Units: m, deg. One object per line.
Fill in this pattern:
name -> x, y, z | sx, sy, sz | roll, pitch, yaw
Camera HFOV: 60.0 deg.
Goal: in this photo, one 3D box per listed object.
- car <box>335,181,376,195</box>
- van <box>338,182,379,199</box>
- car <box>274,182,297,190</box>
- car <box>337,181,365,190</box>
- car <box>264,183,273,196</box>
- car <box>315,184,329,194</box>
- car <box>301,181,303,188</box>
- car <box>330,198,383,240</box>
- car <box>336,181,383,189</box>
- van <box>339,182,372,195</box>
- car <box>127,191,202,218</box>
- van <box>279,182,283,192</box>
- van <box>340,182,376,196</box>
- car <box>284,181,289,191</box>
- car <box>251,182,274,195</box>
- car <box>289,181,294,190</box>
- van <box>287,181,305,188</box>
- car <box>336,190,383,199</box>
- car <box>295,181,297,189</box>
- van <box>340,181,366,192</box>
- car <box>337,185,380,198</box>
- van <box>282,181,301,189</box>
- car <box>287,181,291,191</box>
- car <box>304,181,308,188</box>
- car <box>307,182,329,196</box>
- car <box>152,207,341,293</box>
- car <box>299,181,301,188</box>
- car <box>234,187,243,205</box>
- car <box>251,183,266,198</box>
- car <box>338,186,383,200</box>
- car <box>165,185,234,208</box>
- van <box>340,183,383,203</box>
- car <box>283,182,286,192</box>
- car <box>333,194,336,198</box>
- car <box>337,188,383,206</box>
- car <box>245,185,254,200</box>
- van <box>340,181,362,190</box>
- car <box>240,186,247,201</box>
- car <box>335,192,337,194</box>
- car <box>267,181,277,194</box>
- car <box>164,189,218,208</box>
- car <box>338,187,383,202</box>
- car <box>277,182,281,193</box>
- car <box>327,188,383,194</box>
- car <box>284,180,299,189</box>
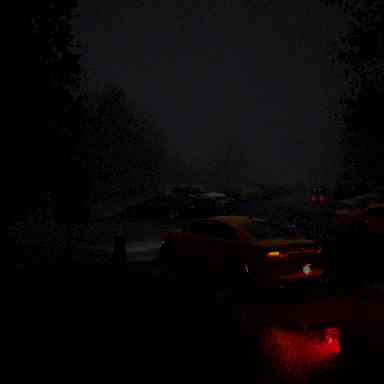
car -> 25.593, -0.682, 52.278 | 5.566, 2.045, 2.435 | 1, 2, 24
van -> 21.016, -0.262, 42.178 | 4.442, 1.987, 1.878 | 1, 3, 24
car -> 20.431, -1.363, 72.878 | 4.553, 1.767, 2.185 | 1, 2, 24
car -> 34.638, -1.472, 72.632 | 5.566, 2.045, 2.435 | 1, 2, 24
car -> 7.111, -0.036, 42.379 | 5.366, 1.575, 1.946 | 1, 3, 24
car -> 22.302, -0.618, 56.975 | 1.882, 1.535, 5.008 | 1, 2, 24
car -> 22.708, -1.434, 77.944 | 5.008, 1.535, 2.097 | 1, 2, 24
car -> 8.804, 1.265, 14.463 | 5.008, 1.535, 2.097 | 1, 3, 24
car -> 15.529, 0.287, 29.497 | 5.566, 2.045, 2.435 | 1, 3, 24
van -> 24.388, -0.560, 49.786 | 4.442, 1.987, 1.878 | 1, 2, 24
car -> -2.098, 0.965, 22.195 | 4.792, 1.488, 2.163 | 1, 3, 24
van -> 11.552, -0.674, 52.532 | 4.442, 1.987, 1.878 | 1, 2, 24
van -> 23.477, -0.458, 47.161 | 4.442, 1.987, 1.878 | 1, 2, 24
car -> 13.672, -0.618, 57.671 | 4.792, 1.488, 2.163 | 1, 2, 24
car -> 8.059, -0.145, 44.984 | 4.892, 1.521, 2.231 | 1, 3, 24
car -> 15.783, -0.850, 62.804 | 5.366, 1.575, 1.946 | 1, 2, 24
van -> 28.234, -2.079, 90.644 | 4.442, 1.987, 1.878 | 1, 2, 24
car -> 9.962, 1.019, 16.972 | 4.553, 1.767, 2.185 | 1, 3, 24
car -> 18.200, -1.039, 67.802 | 4.892, 1.521, 2.231 | 1, 2, 24
van -> 31.398, -1.150, 64.985 | 4.442, 1.987, 1.878 | 1, 2, 24
car -> 22.251, -0.136, 44.685 | 5.008, 1.535, 2.097 | 1, 2, 24
van -> 24.860, -1.858, 83.050 | 4.442, 1.987, 1.878 | 1, 2, 24
car -> 14.799, -0.716, 60.207 | 4.792, 1.488, 2.163 | 1, 2, 24
car -> 26.119, -1.980, 85.526 | 5.566, 2.045, 2.435 | 1, 2, 24
car -> 18.123, -0.239, 47.572 | 2.128, 1.511, 4.902 | 1, 2, 24
car -> 0.954, 1.351, 8.625 | 1.882, 1.535, 5.008 | 2, -1, -32
car -> 21.558, -1.461, 75.414 | 4.553, 1.767, 2.185 | 1, 2, 24
car -> 1.479, 0.569, 29.710 | 5.366, 1.575, 1.946 | 1, 3, 24
car -> 5.696, 0.070, 40.108 | 5.366, 1.575, 1.946 | 1, 3, 24
car -> 20.025, 0.099, 39.620 | 4.792, 1.488, 2.163 | 1, 3, 24
car -> 0.207, 0.441, 27.227 | 5.566, 2.045, 2.435 | 1, 3, 24
van -> 17.908, 0.067, 34.633 | 4.442, 1.987, 1.878 | 1, 3, 24
car -> 12.546, -0.519, 55.136 | 4.792, 1.488, 2.163 | 1, 2, 24
car -> 10.980, 1.056, 19.419 | 4.792, 1.488, 2.163 | 1, 3, 24
car -> 16.602, 0.445, 32.062 | 4.792, 1.488, 2.163 | 1, 3, 24
car -> 3.393, 0.317, 34.929 | 5.366, 1.575, 1.946 | 1, 3, 24
van -> 35.895, -1.543, 75.104 | 4.442, 1.987, 1.878 | 1, 2, 24
car -> 2.442, 0.447, 32.317 | 4.892, 1.521, 2.231 | 1, 3, 24
car -> 12.129, 0.944, 21.938 | 4.674, 1.452, 2.002 | 1, 3, 24
car -> 9.222, -0.376, 47.502 | 4.553, 1.767, 2.185 | 1, 3, 24
car -> -0.939, 0.813, 24.714 | 5.008, 1.535, 2.097 | 1, 3, 24
car -> 18.953, 0.204, 37.210 | 4.792, 1.488, 2.163 | 1, 3, 24
car -> 10.345, -0.322, 50.041 | 4.792, 1.488, 2.163 | 1, 2, 24
car -> 13.086, 0.776, 24.539 | 5.366, 1.575, 1.946 | 1, 3, 24
car -> 19.163, -1.145, 70.410 | 5.366, 1.575, 1.946 | 1, 2, 24
